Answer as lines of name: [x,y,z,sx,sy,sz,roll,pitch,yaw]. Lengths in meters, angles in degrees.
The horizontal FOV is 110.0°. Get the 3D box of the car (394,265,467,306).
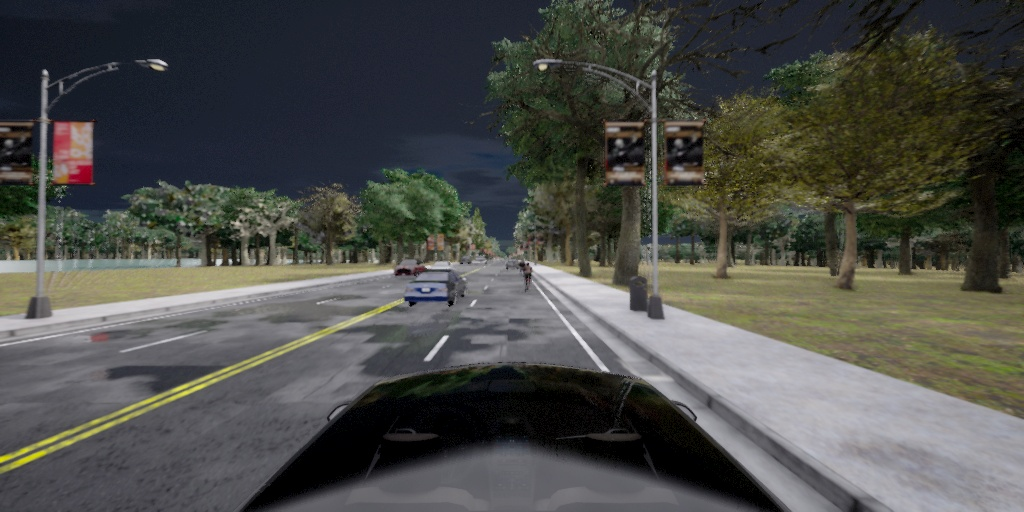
car: [-3.155,1.288,15.640,2.033,1.411,5.357,0,0,0]

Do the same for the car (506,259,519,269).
car: [0.073,1.196,54.304,2.128,1.511,4.902,0,0,0]

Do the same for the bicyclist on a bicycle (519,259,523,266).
bicyclist on a bicycle: [0.886,1.098,31.286,0.659,1.776,1.843,0,0,0]

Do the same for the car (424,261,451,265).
car: [-6.600,1.250,33.881,1.812,1.442,4.674,0,0,0]

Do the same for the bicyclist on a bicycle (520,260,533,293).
bicyclist on a bicycle: [0.889,1.191,19.590,0.582,1.620,1.656,0,0,0]

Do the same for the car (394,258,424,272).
car: [-9.847,1.074,34.807,2.097,1.767,4.553,0,0,0]
